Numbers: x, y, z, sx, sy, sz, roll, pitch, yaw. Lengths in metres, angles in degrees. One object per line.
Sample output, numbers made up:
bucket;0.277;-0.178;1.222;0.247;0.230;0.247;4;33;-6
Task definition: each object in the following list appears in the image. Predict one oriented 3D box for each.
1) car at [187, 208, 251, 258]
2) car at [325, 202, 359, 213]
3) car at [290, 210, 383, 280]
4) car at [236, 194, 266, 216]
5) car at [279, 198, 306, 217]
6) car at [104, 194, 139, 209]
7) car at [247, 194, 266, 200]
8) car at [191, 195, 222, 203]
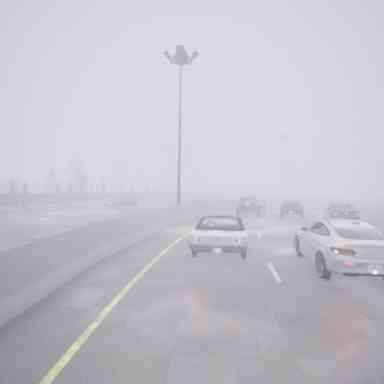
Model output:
car;1.103;1.483;12.364;1.895;1.301;4.718;1;1;8
car;10.690;1.441;23.863;2.033;1.411;5.357;1;1;17
car;4.286;1.488;9.621;1.812;1.442;4.674;1;1;6
car;5.387;1.107;29.935;2.097;1.767;4.553;1;1;19
car;8.526;1.319;28.336;1.837;1.490;4.892;1;1;18
car;-7.498;1.013;35.908;2.128;1.511;4.902;1;1;20
car;13.793;1.050;71.179;1.895;1.301;4.718;1;1;42
car;2.114;1.081;40.968;1.882;1.535;5.008;1;1;25
